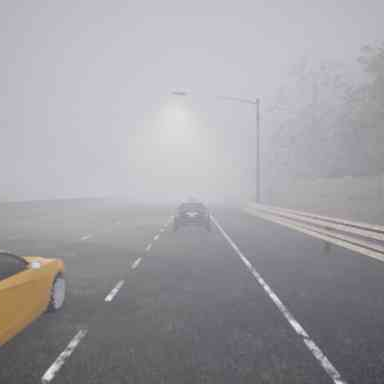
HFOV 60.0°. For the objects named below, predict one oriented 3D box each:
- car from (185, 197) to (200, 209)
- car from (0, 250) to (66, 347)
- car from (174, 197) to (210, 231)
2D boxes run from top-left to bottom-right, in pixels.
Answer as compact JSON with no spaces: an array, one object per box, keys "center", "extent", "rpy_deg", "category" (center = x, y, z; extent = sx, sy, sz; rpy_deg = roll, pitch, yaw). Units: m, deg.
[{"center":[0.125,1.517,45.504],"extent":[1.837,1.490,4.892],"rpy_deg":[0,0,2],"category":"car"},{"center":[-3.399,1.475,4.590],"extent":[1.882,1.535,5.008],"rpy_deg":[0,0,0],"category":"car"},{"center":[0.001,1.350,20.775],"extent":[2.097,1.767,4.553],"rpy_deg":[0,0,0],"category":"car"}]
